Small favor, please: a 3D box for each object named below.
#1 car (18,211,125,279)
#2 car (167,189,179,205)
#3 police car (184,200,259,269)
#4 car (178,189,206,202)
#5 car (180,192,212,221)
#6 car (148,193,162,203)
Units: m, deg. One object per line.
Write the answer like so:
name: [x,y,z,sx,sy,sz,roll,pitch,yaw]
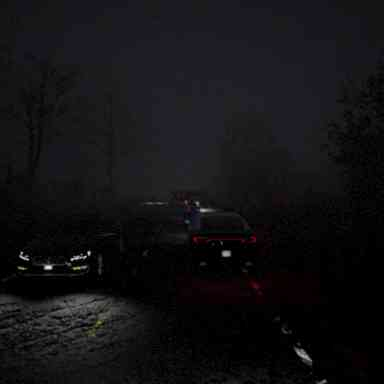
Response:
car: [-3.212,1.381,9.749,1.837,1.490,4.892,0,1,-1]
car: [-2.014,0.646,45.937,2.150,2.045,5.566,0,1,-5]
police car: [0.801,1.286,10.822,1.930,1.638,5.238,0,1,-1]
car: [0.214,0.883,26.805,2.150,2.045,5.566,0,1,-3]
car: [0.498,1.087,20.724,2.097,1.767,4.553,0,1,-2]
car: [-5.828,0.891,52.617,2.033,1.411,5.357,0,1,-5]
